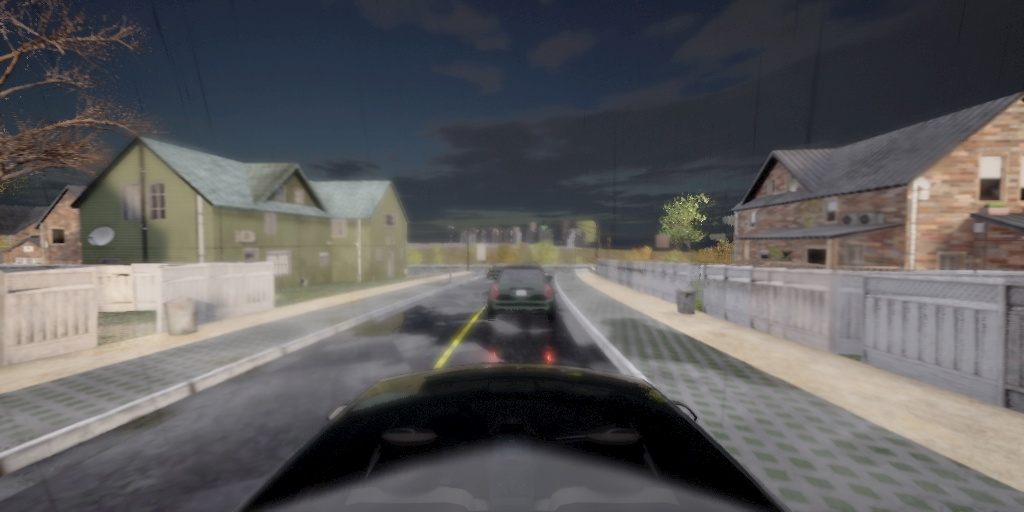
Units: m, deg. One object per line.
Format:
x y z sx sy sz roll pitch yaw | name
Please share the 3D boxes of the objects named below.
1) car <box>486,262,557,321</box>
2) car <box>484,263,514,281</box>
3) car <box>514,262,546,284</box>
0.378 1.087 12.552 2.097 1.767 4.553 0 0 3 | car
-1.005 1.316 31.124 1.895 1.301 4.718 0 0 7 | car
1.492 1.224 27.484 2.128 1.511 4.902 0 0 6 | car
